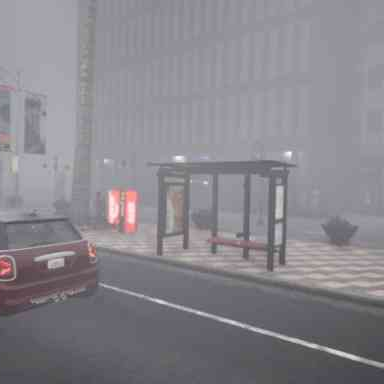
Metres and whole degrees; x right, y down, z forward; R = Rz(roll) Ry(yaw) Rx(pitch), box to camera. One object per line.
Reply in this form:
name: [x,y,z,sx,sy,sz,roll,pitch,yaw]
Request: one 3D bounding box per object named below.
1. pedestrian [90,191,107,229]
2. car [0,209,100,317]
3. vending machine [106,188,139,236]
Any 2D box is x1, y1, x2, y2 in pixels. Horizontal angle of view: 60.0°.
pedestrian: [-4.304,0.781,15.374,0.375,1.860,0.375,2,1,35]
car: [-3.991,1.145,6.783,4.553,1.767,2.097,2,1,36]
vending machine: [-3.167,0.865,15.165,0.880,2.100,1.100,2,1,35]
